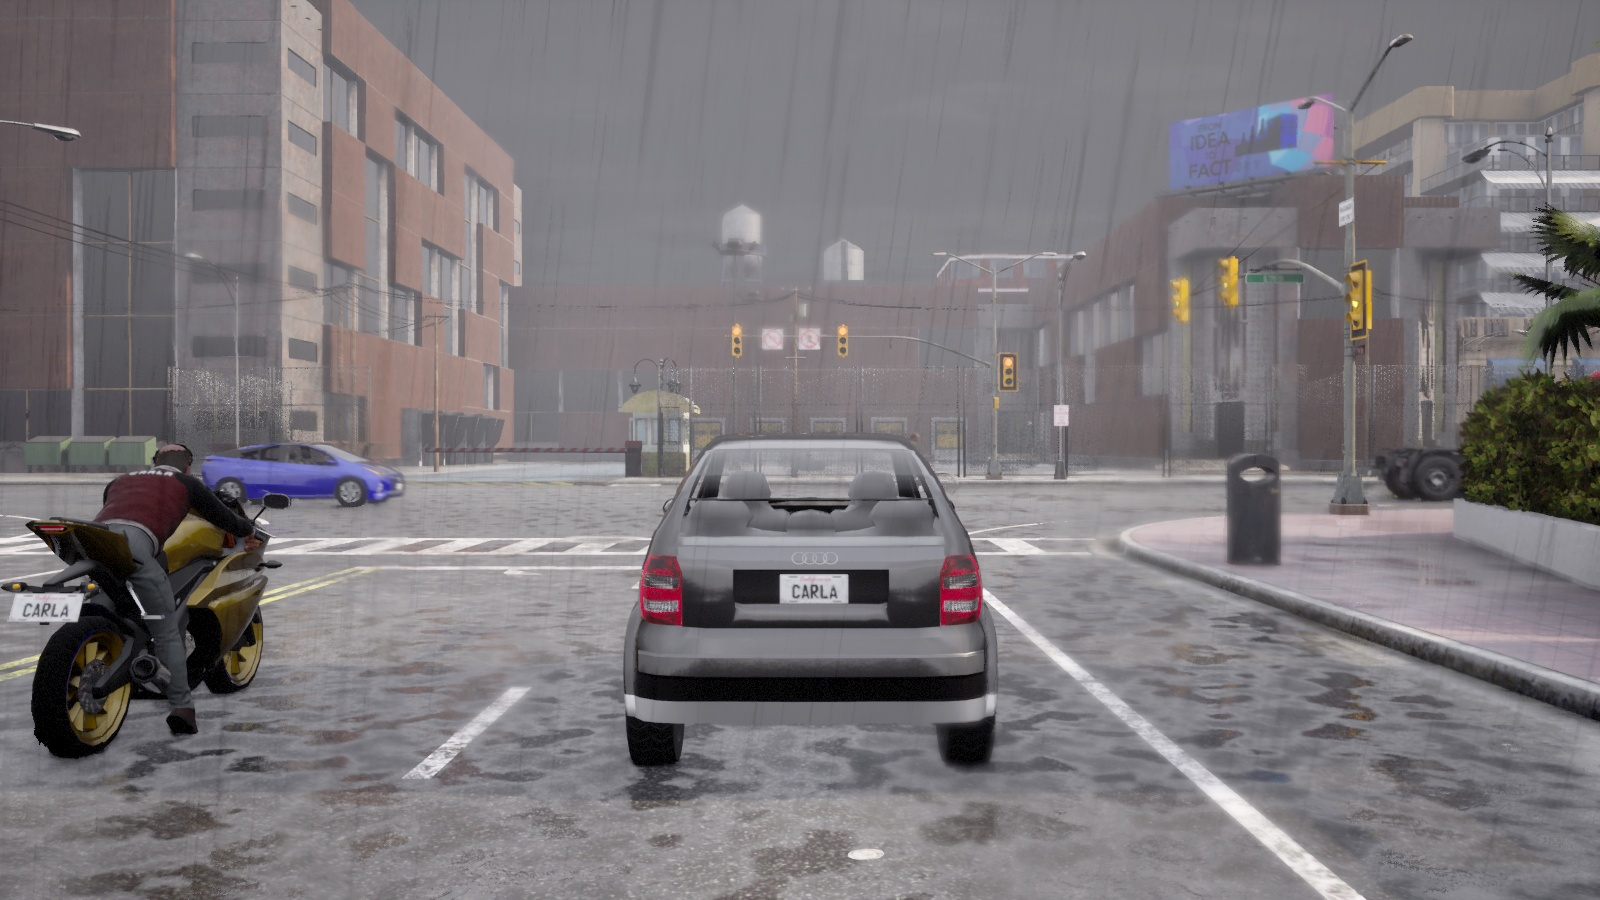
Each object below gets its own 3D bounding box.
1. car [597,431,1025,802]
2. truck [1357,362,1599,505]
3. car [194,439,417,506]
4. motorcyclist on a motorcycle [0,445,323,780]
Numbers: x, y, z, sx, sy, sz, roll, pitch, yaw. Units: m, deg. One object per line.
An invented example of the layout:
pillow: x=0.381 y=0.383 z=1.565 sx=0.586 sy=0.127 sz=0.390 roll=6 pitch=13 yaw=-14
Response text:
car: x=0.051 y=0.685 z=7.106 sx=1.789 sy=1.549 sz=3.705 roll=0 pitch=0 yaw=0
truck: x=18.827 y=-0.401 z=32.040 sx=7.936 sy=3.462 sz=2.891 roll=0 pitch=0 yaw=10
car: x=-11.650 y=0.516 z=29.817 sx=4.514 sy=1.525 sz=2.007 roll=0 pitch=0 yaw=1
motorcyclist on a motorcycle: x=-3.454 y=0.740 z=6.842 sx=0.866 sy=1.530 sz=2.191 roll=0 pitch=0 yaw=0
